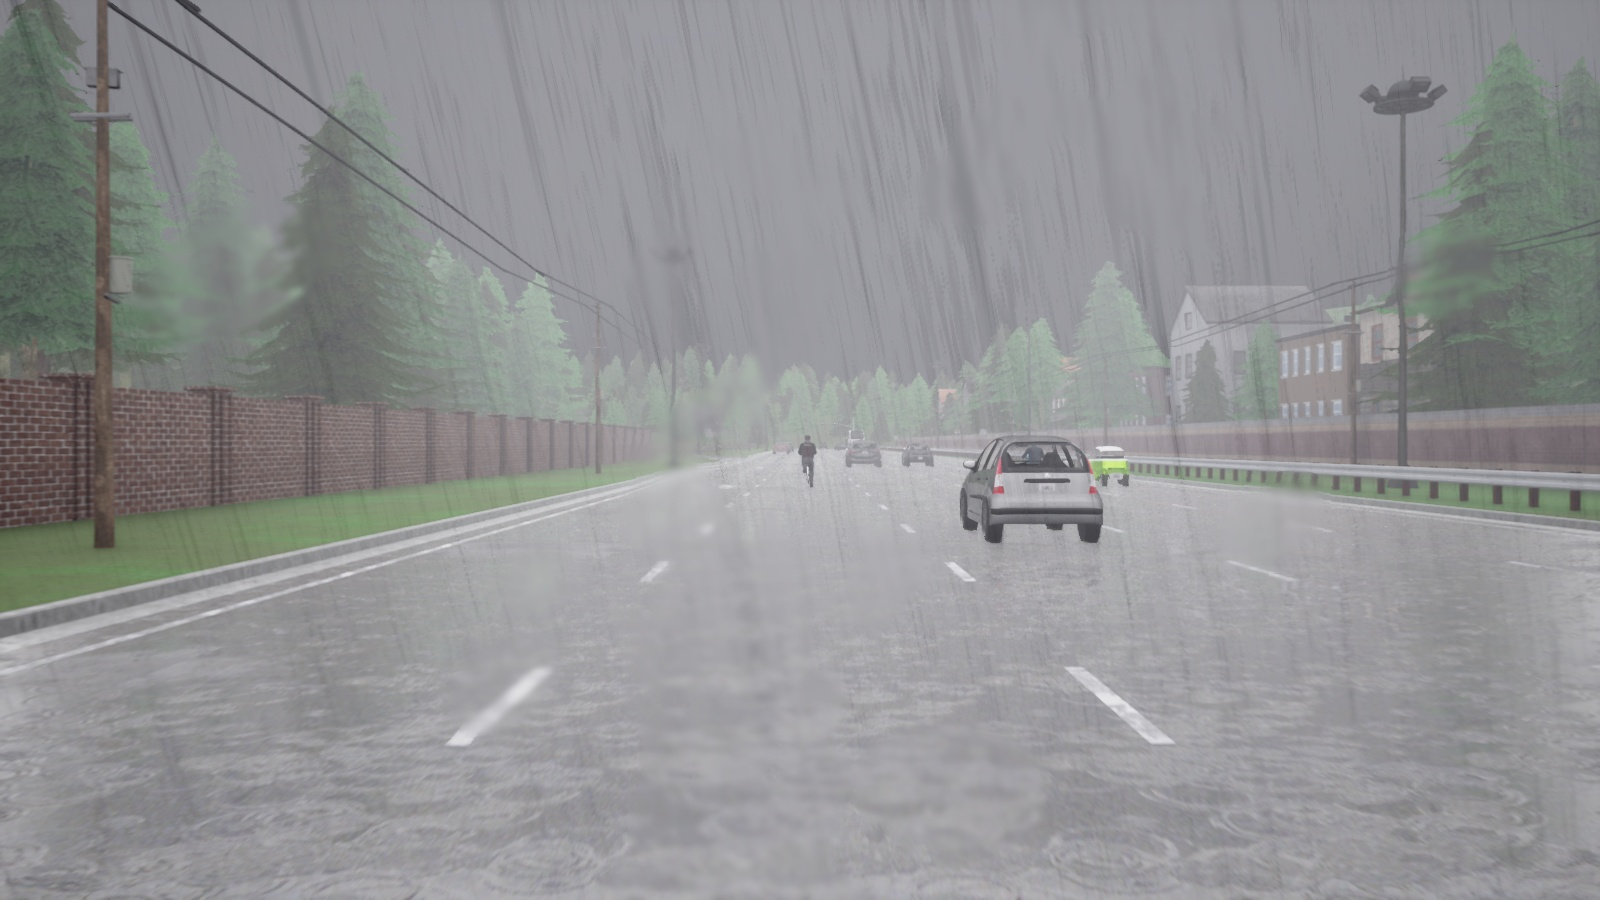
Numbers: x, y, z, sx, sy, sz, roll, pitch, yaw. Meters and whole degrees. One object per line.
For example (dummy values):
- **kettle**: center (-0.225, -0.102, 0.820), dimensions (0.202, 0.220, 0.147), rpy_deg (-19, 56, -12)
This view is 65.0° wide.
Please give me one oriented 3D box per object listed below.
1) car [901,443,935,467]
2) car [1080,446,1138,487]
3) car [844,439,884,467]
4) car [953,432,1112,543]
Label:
- **car**: center (7.472, 0.316, 79.909), dimensions (1.816, 1.474, 4.193), rpy_deg (0, 0, 0)
- **car**: center (10.766, 0.563, 43.814), dimensions (1.481, 1.376, 2.207), rpy_deg (0, 1, 0)
- **car**: center (3.963, 0.153, 78.284), dimensions (2.242, 1.667, 4.611), rpy_deg (0, 0, 0)
- **car**: center (3.631, 0.533, 20.306), dimensions (1.851, 1.617, 3.988), rpy_deg (0, 0, 0)
